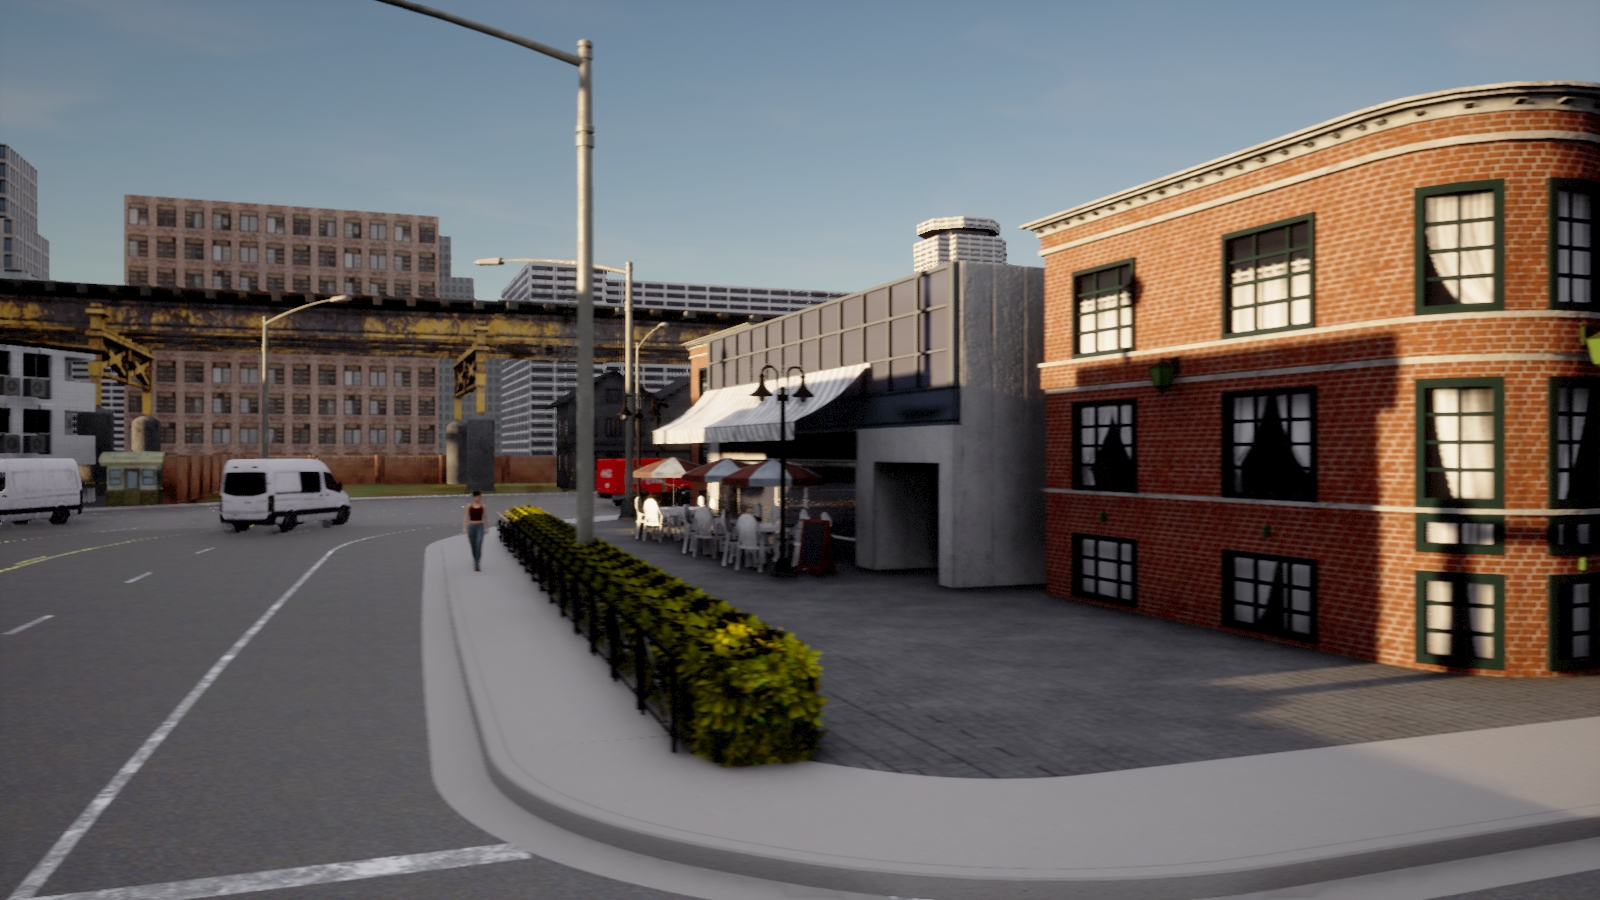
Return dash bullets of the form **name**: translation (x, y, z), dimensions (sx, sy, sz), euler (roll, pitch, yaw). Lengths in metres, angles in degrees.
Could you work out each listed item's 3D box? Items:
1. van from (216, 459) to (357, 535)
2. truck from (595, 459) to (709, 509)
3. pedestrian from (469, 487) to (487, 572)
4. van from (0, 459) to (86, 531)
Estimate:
- **van**: translation (-18.663, 1.622, 41.899), dimensions (1.988, 2.561, 5.915), euler (0, 0, 6)
- **truck**: translation (-7.633, 1.690, 58.960), dimensions (5.204, 2.467, 2.627), euler (0, 0, -35)
- **pedestrian**: translation (-7.137, 1.749, 25.288), dimensions (0.375, 1.860, 0.375), euler (0, 0, -17)
- **van**: translation (-29.414, 1.622, 42.025), dimensions (1.988, 2.561, 5.915), euler (0, 0, 8)
